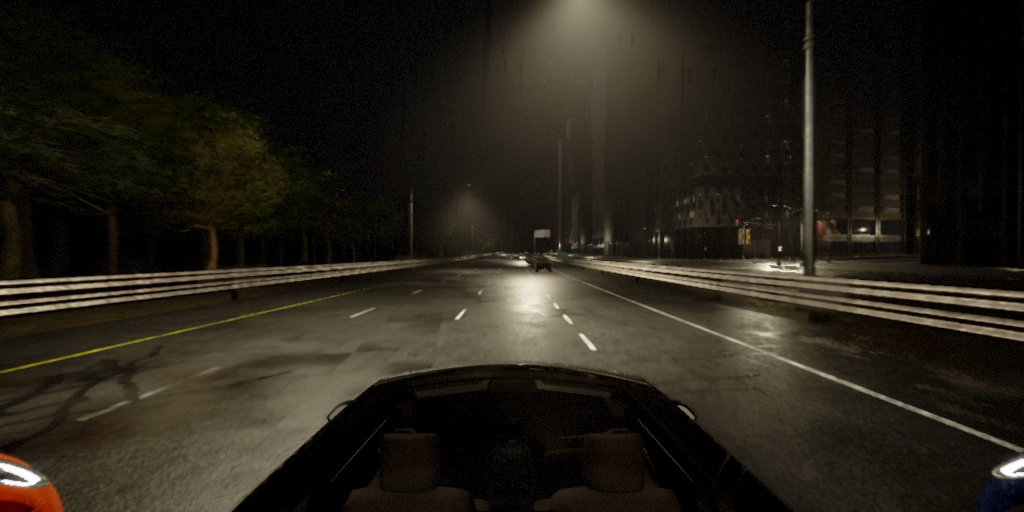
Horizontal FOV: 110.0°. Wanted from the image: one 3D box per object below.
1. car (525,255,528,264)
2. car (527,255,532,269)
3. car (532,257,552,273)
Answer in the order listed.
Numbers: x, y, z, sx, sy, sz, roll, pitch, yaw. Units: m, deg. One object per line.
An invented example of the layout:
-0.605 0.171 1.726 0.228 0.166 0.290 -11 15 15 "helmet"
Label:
3.883 1.012 64.144 2.128 1.511 4.902 0 0 1 "car"
3.756 1.009 53.175 2.033 1.649 4.856 0 0 1 "car"
3.654 1.136 42.204 1.837 1.490 4.892 0 0 0 "car"
